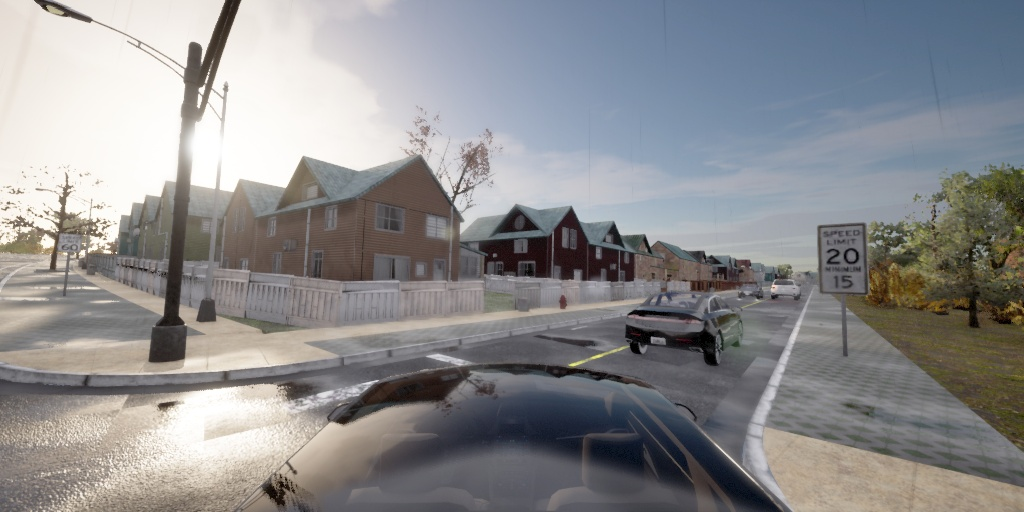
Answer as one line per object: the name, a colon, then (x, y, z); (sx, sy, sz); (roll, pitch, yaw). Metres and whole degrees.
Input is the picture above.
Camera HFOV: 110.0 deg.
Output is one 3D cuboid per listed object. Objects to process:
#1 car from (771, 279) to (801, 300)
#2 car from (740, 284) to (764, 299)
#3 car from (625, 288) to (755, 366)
car: (28.328, 3.453, 37.113); (2.150, 2.045, 5.566); (-2, -4, 41)
car: (25.181, 3.703, 37.766); (2.128, 1.511, 4.902); (-2, -4, 40)
car: (4.554, 1.656, 9.179); (2.128, 1.511, 4.902); (-2, -4, 40)
